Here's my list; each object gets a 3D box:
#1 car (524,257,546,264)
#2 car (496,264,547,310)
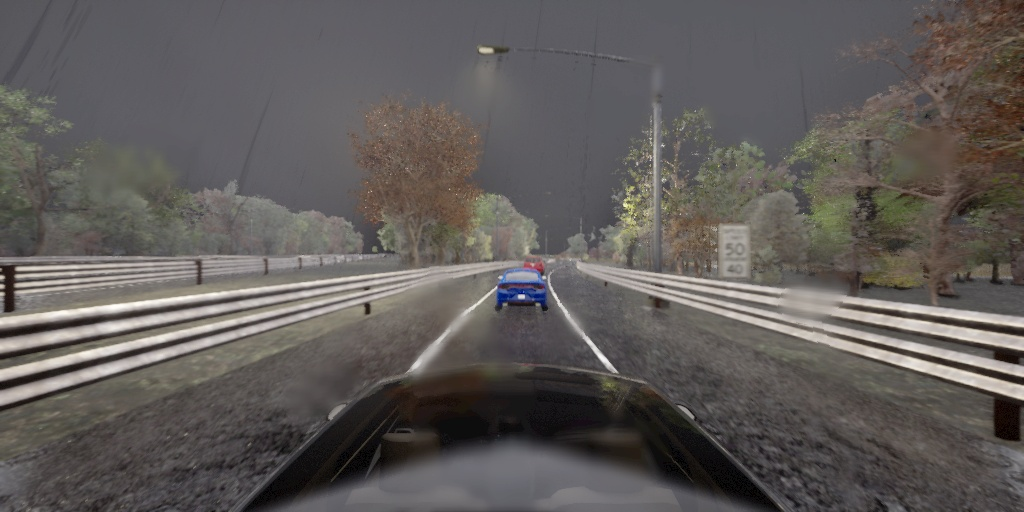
[{"bbox_3d":[2.528,1.093,40.226,2.150,2.045,5.566,0,0,7],"label":"car"},{"bbox_3d":[0.431,1.269,15.000,1.882,1.535,5.008,0,0,2],"label":"car"}]
